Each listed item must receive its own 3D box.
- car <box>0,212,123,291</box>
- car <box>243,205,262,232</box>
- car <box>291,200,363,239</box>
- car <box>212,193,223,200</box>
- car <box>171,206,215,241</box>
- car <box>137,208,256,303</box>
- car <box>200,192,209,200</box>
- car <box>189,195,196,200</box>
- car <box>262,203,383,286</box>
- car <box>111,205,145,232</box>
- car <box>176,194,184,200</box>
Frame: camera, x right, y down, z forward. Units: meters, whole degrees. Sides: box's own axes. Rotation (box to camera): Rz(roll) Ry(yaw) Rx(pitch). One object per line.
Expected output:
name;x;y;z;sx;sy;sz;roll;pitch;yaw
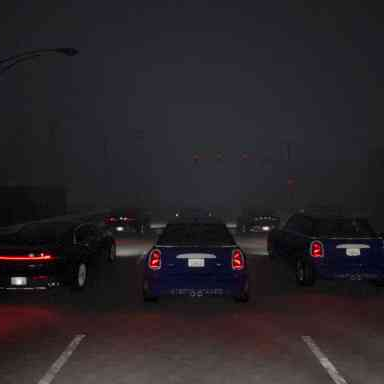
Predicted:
car;-3.400;1.505;8.982;1.837;1.490;4.892;0;0;0
car;3.591;1.505;18.470;1.837;1.490;4.892;0;0;1
car;7.086;1.352;18.082;2.097;1.767;4.553;0;0;1
car;7.142;1.216;91.073;2.150;2.045;5.566;0;0;0
car;0.086;1.547;17.933;2.033;1.411;5.357;0;0;1
car;0.095;1.352;8.397;2.097;1.767;4.553;0;0;0
car;3.642;1.531;91.049;2.033;1.411;5.357;0;0;0
car;0.142;1.516;91.471;1.812;1.442;4.674;0;0;0
car;3.601;1.352;9.529;2.097;1.767;4.553;0;0;0
car;-3.411;1.505;18.264;1.837;1.490;4.892;0;0;1
car;-3.358;1.469;91.059;1.882;1.535;5.008;0;0;0
